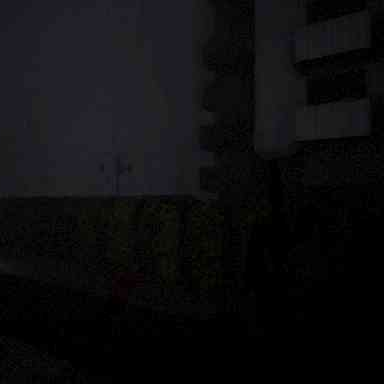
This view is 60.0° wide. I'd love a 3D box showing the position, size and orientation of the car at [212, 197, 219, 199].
[{"bbox_3d":[3.672,1.491,45.673,2.128,1.511,4.902,0,0,36],"label":"car"}]
